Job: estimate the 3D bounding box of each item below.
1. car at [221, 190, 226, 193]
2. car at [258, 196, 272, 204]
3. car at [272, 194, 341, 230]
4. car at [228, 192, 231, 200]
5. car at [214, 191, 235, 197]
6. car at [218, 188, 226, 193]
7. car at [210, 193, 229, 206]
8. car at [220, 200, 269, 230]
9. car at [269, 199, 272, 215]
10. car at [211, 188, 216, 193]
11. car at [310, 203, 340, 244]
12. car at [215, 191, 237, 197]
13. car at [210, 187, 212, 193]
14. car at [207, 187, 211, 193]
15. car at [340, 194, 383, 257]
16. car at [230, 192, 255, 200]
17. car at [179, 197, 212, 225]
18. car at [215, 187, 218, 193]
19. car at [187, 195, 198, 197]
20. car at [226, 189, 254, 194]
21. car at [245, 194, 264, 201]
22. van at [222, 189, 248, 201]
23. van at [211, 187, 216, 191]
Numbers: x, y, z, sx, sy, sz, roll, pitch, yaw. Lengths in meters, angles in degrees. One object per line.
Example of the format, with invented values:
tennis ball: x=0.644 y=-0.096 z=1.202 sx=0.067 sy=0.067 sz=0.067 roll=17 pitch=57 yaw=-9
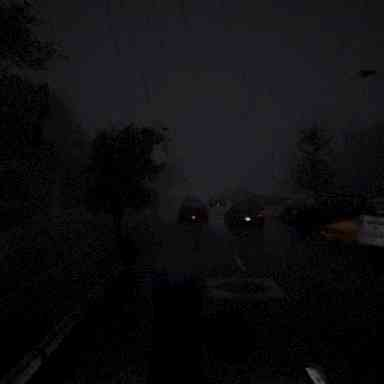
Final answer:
car: x=8.064 y=0.871 z=55.969 sx=4.892 sy=1.521 sz=2.231 roll=1 pitch=1 yaw=-20
car: x=8.242 y=1.307 z=26.077 sx=5.366 sy=1.575 sz=1.946 roll=1 pitch=1 yaw=-20
car: x=8.048 y=1.133 z=19.982 sx=5.566 sy=2.045 sz=2.435 roll=1 pitch=1 yaw=-20
car: x=8.066 y=1.042 z=47.023 sx=4.674 sy=1.452 sz=2.002 roll=0 pitch=1 yaw=-20
car: x=8.065 y=0.422 z=82.827 sx=4.674 sy=1.452 sz=2.002 roll=0 pitch=1 yaw=-20
car: x=8.049 y=0.575 z=58.933 sx=5.566 sy=2.045 sz=2.435 roll=0 pitch=1 yaw=-20
car: x=3.100 y=1.191 z=41.723 sx=1.895 sy=1.301 sz=4.718 roll=0 pitch=1 yaw=0
car: x=3.100 y=1.452 z=20.503 sx=1.994 sy=1.385 sz=4.181 roll=0 pitch=1 yaw=0
car: x=8.075 y=1.386 z=23.005 sx=4.674 sy=1.452 sz=2.002 roll=1 pitch=1 yaw=-20
car: x=7.899 y=0.515 z=76.786 sx=5.366 sy=1.575 sz=1.946 roll=0 pitch=2 yaw=-20
car: x=7.898 y=1.431 z=13.931 sx=5.366 sy=1.575 sz=1.946 roll=1 pitch=1 yaw=-20
car: x=8.097 y=0.485 z=79.856 sx=4.792 sy=1.488 sz=2.163 roll=0 pitch=1 yaw=-20
car: x=8.043 y=0.101 z=88.781 sx=4.553 sy=1.767 sz=2.185 roll=0 pitch=1 yaw=-20
car: x=7.897 y=0.052 z=94.692 sx=5.366 sy=1.575 sz=1.946 roll=0 pitch=2 yaw=-20
car: x=8.099 y=1.205 z=11.002 sx=5.566 sy=2.045 sz=2.435 roll=1 pitch=0 yaw=-20
car: x=8.045 y=1.076 z=44.005 sx=4.792 sy=1.488 sz=2.163 roll=0 pitch=1 yaw=-20
car: x=0.100 y=1.340 z=22.661 sx=1.882 sy=1.535 sz=5.008 roll=0 pitch=1 yaw=0
car: x=8.100 y=0.487 z=64.929 sx=5.566 sy=2.045 sz=2.435 roll=0 pitch=1 yaw=-20
car: x=0.100 y=1.077 z=42.090 sx=2.128 sy=1.511 sz=4.902 roll=0 pitch=1 yaw=0
car: x=8.043 y=0.832 z=49.993 sx=4.553 sy=1.767 sz=2.185 roll=0 pitch=1 yaw=-20
car: x=8.045 y=1.252 z=32.000 sx=4.792 sy=1.488 sz=2.163 roll=1 pitch=1 yaw=-20
van: x=7.965 y=0.556 z=61.887 sx=4.442 sy=1.987 sz=1.878 roll=0 pitch=1 yaw=-20
van: x=7.966 y=0.083 z=85.752 sx=4.442 sy=1.987 sz=1.878 roll=0 pitch=2 yaw=-20
